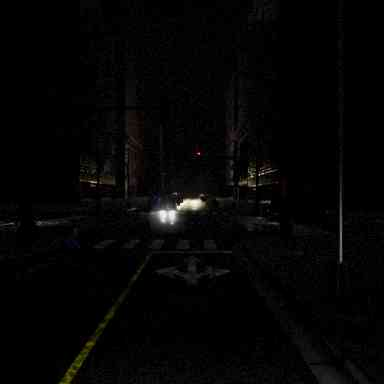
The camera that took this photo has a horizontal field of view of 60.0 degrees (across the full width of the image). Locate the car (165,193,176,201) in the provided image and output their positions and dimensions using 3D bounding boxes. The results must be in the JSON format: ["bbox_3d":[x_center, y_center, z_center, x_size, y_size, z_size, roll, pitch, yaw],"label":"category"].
[{"bbox_3d":[-5.411,1.188,84.036,2.192,1.841,5.009,0,0,0],"label":"car"}]

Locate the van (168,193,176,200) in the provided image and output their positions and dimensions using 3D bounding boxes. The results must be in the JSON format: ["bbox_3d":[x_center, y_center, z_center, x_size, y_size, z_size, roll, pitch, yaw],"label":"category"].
[{"bbox_3d":[-5.373,1.196,89.685,1.690,1.788,3.998,0,0,0],"label":"van"}]

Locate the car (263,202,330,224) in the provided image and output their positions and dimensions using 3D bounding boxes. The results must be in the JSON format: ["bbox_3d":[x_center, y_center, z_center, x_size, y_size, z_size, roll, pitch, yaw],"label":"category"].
[{"bbox_3d":[8.260,1.651,25.793,4.674,1.442,1.812,1,0,-6],"label":"car"}]

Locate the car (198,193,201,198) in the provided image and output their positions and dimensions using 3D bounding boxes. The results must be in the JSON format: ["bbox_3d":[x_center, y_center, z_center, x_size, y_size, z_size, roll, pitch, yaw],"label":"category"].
[{"bbox_3d":[3.076,1.434,78.334,1.887,1.381,4.507,0,0,0],"label":"car"}]

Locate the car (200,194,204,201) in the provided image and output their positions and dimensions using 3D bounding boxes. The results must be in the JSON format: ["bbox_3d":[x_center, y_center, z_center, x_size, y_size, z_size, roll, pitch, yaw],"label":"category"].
[{"bbox_3d":[3.001,1.501,67.037,1.802,1.307,4.206,0,0,0],"label":"car"}]

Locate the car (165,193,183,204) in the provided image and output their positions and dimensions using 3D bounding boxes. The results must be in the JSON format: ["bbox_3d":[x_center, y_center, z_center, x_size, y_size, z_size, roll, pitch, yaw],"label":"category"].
[{"bbox_3d":[-2.846,1.426,53.114,1.882,1.535,5.008,0,0,1],"label":"car"}]

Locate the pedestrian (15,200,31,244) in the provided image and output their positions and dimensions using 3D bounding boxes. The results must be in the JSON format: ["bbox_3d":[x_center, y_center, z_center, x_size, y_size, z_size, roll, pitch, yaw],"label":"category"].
[{"bbox_3d":[-6.682,1.137,13.198,0.375,1.860,0.375,0,0,0],"label":"pedestrian"}]

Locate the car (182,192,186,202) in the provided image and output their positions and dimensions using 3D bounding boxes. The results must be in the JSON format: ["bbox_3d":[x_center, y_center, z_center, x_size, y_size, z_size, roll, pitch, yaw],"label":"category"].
[{"bbox_3d":[-2.742,1.278,64.009,2.097,1.767,4.553,0,0,1],"label":"car"}]

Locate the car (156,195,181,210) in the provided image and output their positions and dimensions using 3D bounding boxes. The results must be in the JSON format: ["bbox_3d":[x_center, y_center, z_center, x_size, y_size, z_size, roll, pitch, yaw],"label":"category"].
[{"bbox_3d":[-2.919,1.456,42.624,2.128,1.511,4.902,0,0,1],"label":"car"}]

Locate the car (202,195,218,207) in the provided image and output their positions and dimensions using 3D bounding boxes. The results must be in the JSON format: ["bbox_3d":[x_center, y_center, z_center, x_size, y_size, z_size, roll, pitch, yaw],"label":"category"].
[{"bbox_3d":[2.889,1.519,50.089,1.947,1.339,4.313,0,0,0],"label":"car"}]

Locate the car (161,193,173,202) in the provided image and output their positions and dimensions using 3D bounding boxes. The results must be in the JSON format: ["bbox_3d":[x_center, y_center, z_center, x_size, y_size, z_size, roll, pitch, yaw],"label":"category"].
[{"bbox_3d":[-5.485,1.220,72.739,2.192,1.841,5.009,0,0,0],"label":"car"}]

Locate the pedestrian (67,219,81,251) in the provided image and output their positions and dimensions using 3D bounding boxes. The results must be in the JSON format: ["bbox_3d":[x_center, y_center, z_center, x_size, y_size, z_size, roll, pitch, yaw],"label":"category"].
[{"bbox_3d":[-4.444,1.571,12.578,0.375,1.300,0.375,0,0,0],"label":"pedestrian"}]

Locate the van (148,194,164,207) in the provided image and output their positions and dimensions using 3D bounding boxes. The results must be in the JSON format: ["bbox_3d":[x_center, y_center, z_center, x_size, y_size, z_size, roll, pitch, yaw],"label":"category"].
[{"bbox_3d":[-5.635,1.295,50.144,1.690,1.788,3.998,0,0,0],"label":"van"}]

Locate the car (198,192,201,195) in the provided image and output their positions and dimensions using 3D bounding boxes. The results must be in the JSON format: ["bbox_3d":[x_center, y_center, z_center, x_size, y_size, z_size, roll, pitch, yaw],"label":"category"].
[{"bbox_3d":[3.187,1.418,95.281,1.802,1.307,4.206,0,0,0],"label":"car"}]
